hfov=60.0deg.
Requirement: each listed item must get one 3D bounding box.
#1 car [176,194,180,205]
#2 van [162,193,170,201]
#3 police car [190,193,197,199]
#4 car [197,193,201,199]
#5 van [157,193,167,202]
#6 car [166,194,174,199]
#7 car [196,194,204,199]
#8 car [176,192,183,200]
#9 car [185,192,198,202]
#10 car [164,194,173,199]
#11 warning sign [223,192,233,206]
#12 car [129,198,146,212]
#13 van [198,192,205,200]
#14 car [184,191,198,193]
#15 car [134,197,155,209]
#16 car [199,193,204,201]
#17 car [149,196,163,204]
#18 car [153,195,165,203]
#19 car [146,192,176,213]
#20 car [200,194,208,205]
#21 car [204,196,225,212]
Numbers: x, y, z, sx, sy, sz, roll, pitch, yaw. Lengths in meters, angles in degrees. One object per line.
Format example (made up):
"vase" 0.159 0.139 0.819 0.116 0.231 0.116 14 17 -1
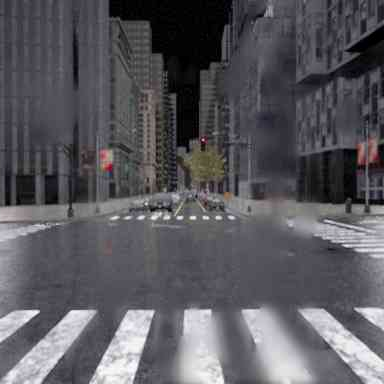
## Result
"car" -3.265 1.397 50.727 1.895 1.301 4.718 0 0 0
"van" -6.121 1.039 77.995 1.690 1.788 3.998 0 0 0
"police car" 0.462 1.080 91.005 1.930 1.638 5.238 0 0 0
"car" 2.500 1.301 63.035 2.008 1.369 4.403 0 0 0
"van" -6.052 1.077 67.168 1.690 1.788 3.998 0 0 0
"car" -6.223 1.227 94.234 1.802 1.307 4.206 0 0 0
"car" 2.298 1.193 94.768 2.008 1.369 4.403 0 0 0
"car" -3.295 1.262 66.741 1.812 1.442 4.674 0 0 0
"car" -0.279 1.265 65.996 1.812 1.442 4.674 0 0 0
"car" -6.189 1.213 88.822 2.008 1.369 4.403 0 0 0
"warning sign" 4.917 0.929 45.919 1.300 1.860 1.060 0 0 0
"car" -5.858 1.401 36.780 2.008 1.369 4.403 0 0 0
"van" 2.365 1.018 84.190 1.690 1.788 3.998 0 0 0
"car" -0.343 1.103 76.002 1.994 1.385 4.181 0 0 0
"car" -5.890 1.381 41.772 2.008 1.369 4.403 0 0 0
"car" 2.563 1.337 53.163 2.008 1.369 4.403 0 0 0
"car" -5.982 1.341 56.343 1.947 1.339 4.313 0 0 0
"car" -6.016 1.281 61.586 1.752 1.417 4.829 0 0 0
"car" -3.180 1.075 35.421 2.150 2.045 5.566 0 0 0
"car" 2.598 1.351 47.719 1.887 1.381 4.507 0 0 0
"car" 2.667 1.400 36.830 2.008 1.369 4.403 0 0 0
